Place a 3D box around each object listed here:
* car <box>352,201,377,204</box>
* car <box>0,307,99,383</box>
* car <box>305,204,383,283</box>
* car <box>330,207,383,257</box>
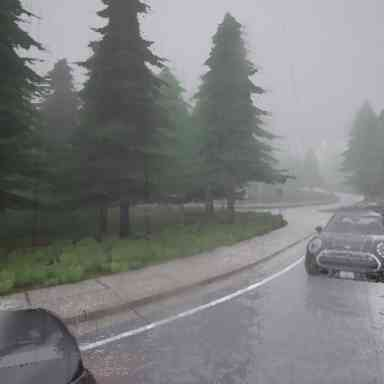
[{"bbox_3d":[16.031,1.595,31.333,1.882,1.535,5.008,0,0,-2],"label":"car"},{"bbox_3d":[-3.322,1.597,1.892,5.357,1.411,2.033,0,-1,-35],"label":"car"},{"bbox_3d":[4.891,1.393,9.861,2.097,1.767,4.553,-1,-1,32],"label":"car"},{"bbox_3d":[7.371,1.533,14.210,1.882,1.535,5.008,-1,-1,32],"label":"car"}]
